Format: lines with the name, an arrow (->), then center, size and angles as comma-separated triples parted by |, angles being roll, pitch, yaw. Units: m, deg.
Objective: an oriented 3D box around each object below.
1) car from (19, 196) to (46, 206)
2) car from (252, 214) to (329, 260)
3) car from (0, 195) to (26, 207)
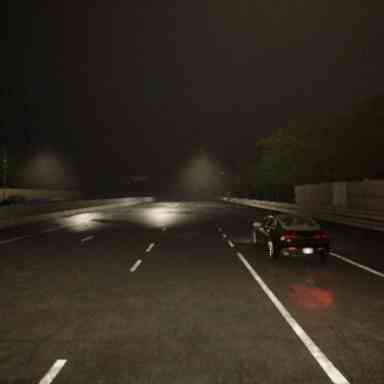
car -> -24.608, 1.804, 52.184 | 1.812, 1.442, 4.674 | 0, -1, 0
car -> 3.555, 1.595, 12.694 | 1.837, 1.490, 4.892 | 0, -1, -1
car -> -28.103, 1.500, 52.877 | 2.150, 2.045, 5.566 | 0, -1, 0
